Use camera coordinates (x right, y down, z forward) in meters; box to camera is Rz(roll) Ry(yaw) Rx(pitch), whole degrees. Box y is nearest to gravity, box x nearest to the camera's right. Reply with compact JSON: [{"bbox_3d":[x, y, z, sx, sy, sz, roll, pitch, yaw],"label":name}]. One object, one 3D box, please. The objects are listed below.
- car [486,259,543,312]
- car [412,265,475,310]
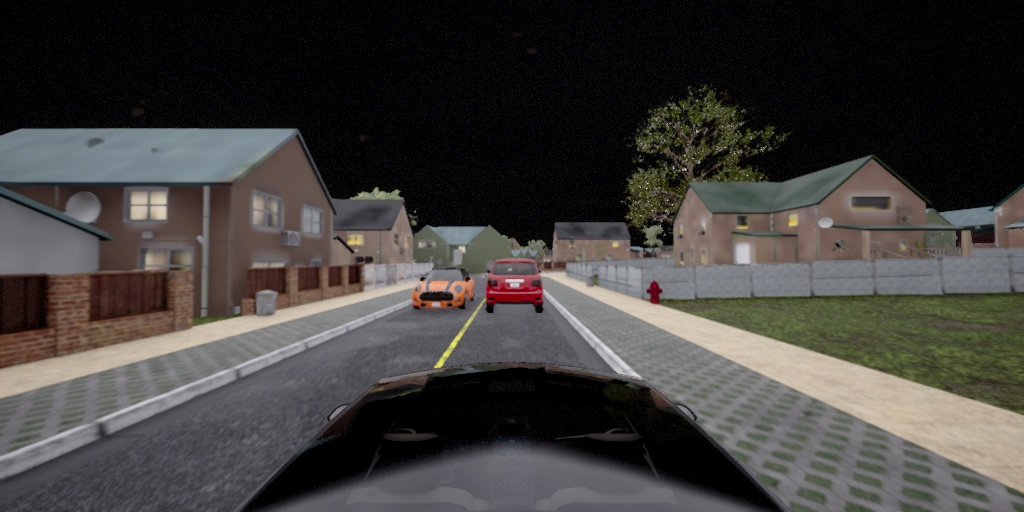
[{"bbox_3d":[0.099,1.144,15.299,2.150,2.045,5.566,0,0,0],"label":"car"},{"bbox_3d":[-2.846,1.278,15.735,2.097,1.767,4.553,0,-1,0],"label":"car"}]
